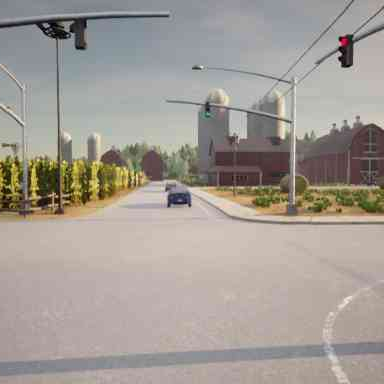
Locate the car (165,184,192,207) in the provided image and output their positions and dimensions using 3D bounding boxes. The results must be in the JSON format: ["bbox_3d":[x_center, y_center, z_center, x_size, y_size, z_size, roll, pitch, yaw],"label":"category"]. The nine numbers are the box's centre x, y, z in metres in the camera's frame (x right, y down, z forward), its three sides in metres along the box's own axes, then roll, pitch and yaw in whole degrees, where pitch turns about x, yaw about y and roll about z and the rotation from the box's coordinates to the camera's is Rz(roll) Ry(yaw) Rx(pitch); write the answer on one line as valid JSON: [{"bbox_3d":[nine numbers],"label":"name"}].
[{"bbox_3d":[-1.106,0.357,27.543,1.882,1.535,5.008,0,3,-5],"label":"car"}]

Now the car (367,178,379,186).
[{"bbox_3d":[42.386,-2.301,77.456,1.905,1.878,3.866,10,10,41],"label":"car"}]

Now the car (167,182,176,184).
[{"bbox_3d":[-3.330,-0.791,52.775,2.128,1.511,4.902,0,3,-5],"label":"car"}]
